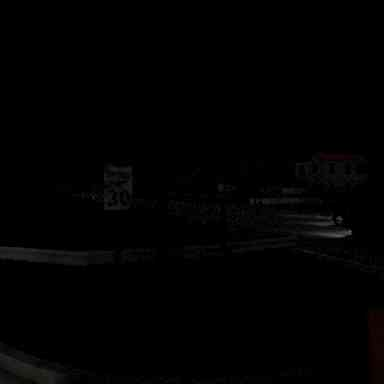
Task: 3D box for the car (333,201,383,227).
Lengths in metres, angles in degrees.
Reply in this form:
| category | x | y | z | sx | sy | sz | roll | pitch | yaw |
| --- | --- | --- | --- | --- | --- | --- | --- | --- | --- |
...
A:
| category | x | y | z | sx | sy | sz | roll | pitch | yaw |
| --- | --- | --- | --- | --- | --- | --- | --- | --- | --- |
| car | 10.715 | 1.427 | 19.922 | 1.837 | 1.490 | 4.892 | 0 | -1 | -22 |

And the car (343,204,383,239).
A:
| category | x | y | z | sx | sy | sz | roll | pitch | yaw |
| --- | --- | --- | --- | --- | --- | --- | --- | --- | --- |
| car | 9.210 | 1.466 | 14.399 | 1.812 | 1.442 | 4.674 | 0 | 0 | -22 |

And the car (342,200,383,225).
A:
| category | x | y | z | sx | sy | sz | roll | pitch | yaw |
| --- | --- | --- | --- | --- | --- | --- | --- | --- | --- |
| car | 13.188 | 1.401 | 23.099 | 2.128 | 1.511 | 4.902 | 0 | 0 | -22 |
